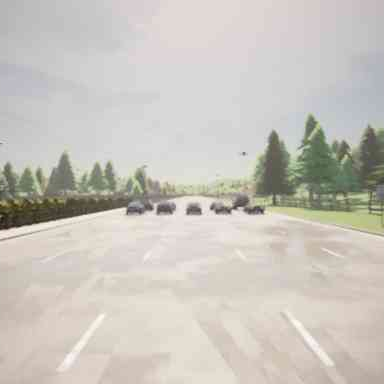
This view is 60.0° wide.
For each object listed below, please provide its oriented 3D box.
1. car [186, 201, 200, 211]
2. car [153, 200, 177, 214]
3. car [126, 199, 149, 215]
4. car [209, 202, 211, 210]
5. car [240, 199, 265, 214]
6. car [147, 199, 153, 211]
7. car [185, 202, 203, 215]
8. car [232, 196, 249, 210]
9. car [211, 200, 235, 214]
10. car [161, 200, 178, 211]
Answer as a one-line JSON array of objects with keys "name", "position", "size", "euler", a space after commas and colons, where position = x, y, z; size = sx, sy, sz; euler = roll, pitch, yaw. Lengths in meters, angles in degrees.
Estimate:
[{"name": "car", "position": [0.155, 2.046, 48.435], "size": [1.895, 1.301, 4.718], "euler": [-1, -1, 0]}, {"name": "car", "position": [-3.265, 1.886, 40.657], "size": [1.882, 1.535, 5.008], "euler": [-1, -1, 0]}, {"name": "car", "position": [-6.765, 1.966, 40.142], "size": [1.812, 1.442, 4.674], "euler": [-1, -1, 0]}, {"name": "car", "position": [3.660, 1.981, 49.359], "size": [1.994, 1.385, 4.181], "euler": [-1, -1, 0]}, {"name": "car", "position": [7.240, 1.889, 39.270], "size": [1.895, 1.301, 4.718], "euler": [-1, -1, 0]}, {"name": "car", "position": [-6.746, 1.875, 49.140], "size": [2.097, 1.767, 4.553], "euler": [-1, -1, 0]}, {"name": "car", "position": [0.236, 1.888, 39.482], "size": [1.812, 1.442, 4.674], "euler": [-1, -1, 0]}, {"name": "car", "position": [7.160, 1.600, 49.037], "size": [2.150, 2.045, 5.566], "euler": [-1, -1, 0]}, {"name": "car", "position": [3.735, 1.937, 40.599], "size": [1.895, 1.301, 4.718], "euler": [-1, -1, 0]}, {"name": "car", "position": [-3.333, 1.987, 49.972], "size": [2.128, 1.511, 4.902], "euler": [-1, -1, 0]}]
